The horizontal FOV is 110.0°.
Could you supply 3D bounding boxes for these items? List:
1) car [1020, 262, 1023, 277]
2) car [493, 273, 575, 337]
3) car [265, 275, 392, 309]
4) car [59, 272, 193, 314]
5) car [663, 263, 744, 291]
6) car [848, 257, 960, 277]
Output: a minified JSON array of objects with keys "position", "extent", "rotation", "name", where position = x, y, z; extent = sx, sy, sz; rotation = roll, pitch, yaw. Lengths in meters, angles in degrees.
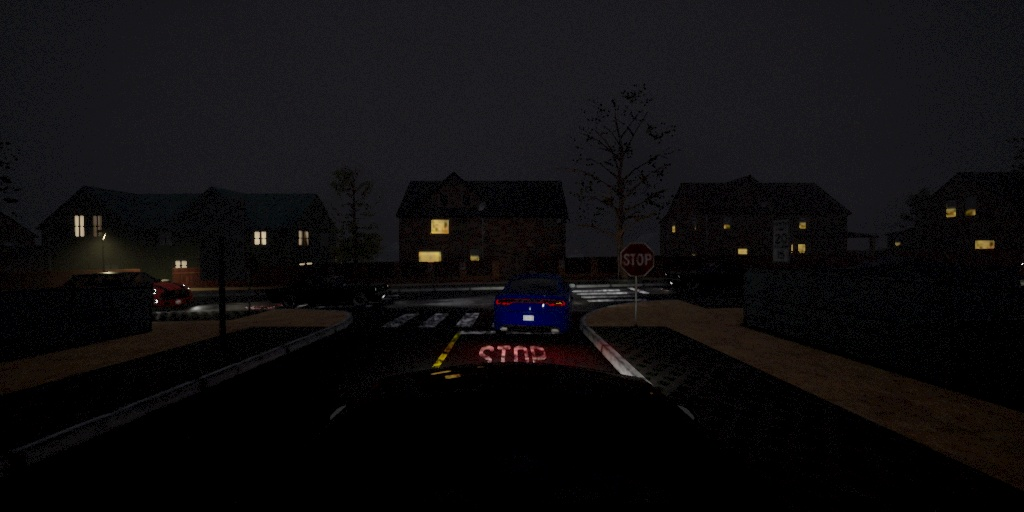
[{"position":[29.571,0.331,18.567],"extent":[4.553,1.767,2.097],"rotation":[-1,1,0],"name":"car"},{"position":[0.789,1.224,10.413],"extent":[1.882,1.535,5.008],"rotation":[0,0,10],"name":"car"},{"position":[-7.807,1.503,15.623],"extent":[4.718,1.301,1.895],"rotation":[-1,1,0],"name":"car"},{"position":[-16.795,1.468,15.618],"extent":[4.553,1.767,2.097],"rotation":[-1,1,0],"name":"car"},{"position":[10.416,1.030,18.545],"extent":[4.718,1.301,1.895],"rotation":[-1,1,-1],"name":"car"},{"position":[20.061,0.749,18.578],"extent":[5.357,1.411,2.033],"rotation":[-1,1,0],"name":"car"}]
